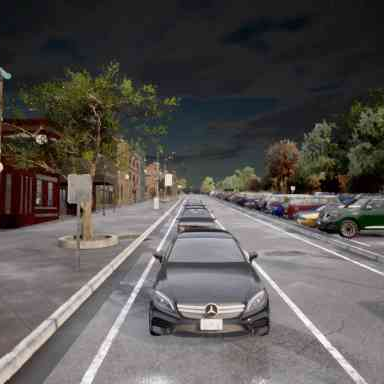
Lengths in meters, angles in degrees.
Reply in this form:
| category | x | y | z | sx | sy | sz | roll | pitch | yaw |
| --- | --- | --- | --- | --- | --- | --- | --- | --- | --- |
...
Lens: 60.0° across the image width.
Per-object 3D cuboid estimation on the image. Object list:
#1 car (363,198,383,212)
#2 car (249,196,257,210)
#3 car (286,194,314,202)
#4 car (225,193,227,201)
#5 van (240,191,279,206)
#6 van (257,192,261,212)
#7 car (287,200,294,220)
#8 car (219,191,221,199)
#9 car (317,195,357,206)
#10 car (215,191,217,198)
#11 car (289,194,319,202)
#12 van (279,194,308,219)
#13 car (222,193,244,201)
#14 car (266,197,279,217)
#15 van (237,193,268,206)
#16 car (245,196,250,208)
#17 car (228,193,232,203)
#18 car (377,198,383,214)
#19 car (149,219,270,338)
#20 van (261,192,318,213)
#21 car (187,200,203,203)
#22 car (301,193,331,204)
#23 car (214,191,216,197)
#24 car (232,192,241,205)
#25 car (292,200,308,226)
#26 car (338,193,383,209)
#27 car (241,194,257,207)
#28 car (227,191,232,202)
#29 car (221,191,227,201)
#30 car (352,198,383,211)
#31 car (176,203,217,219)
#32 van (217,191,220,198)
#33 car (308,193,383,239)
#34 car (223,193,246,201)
| category | x | y | z | sx | sy | sz | roll | pitch | yaw |
| --- | --- | --- | --- | --- | --- | --- | --- | --- | --- |
| car | 22.210 | 1.469 | 37.394 | 4.792 | 1.488 | 2.163 | 0 | 0 | 0 |
| car | 9.194 | 1.470 | 36.637 | 4.792 | 1.488 | 2.163 | 0 | 0 | 0 |
| car | 22.049 | 1.188 | 67.934 | 4.892 | 1.521 | 2.231 | 0 | 1 | 0 |
| car | 8.999 | 1.280 | 61.873 | 4.674 | 1.452 | 2.002 | 0 | 1 | 0 |
| van | 9.227 | 1.163 | 45.054 | 4.442 | 1.987 | 1.878 | 0 | 0 | 0 |
| van | 9.299 | 1.222 | 33.834 | 4.442 | 1.987 | 1.878 | 0 | 0 | 0 |
| car | 9.258 | 1.506 | 22.618 | 4.674 | 1.452 | 2.002 | 0 | 0 | 0 |
| car | 8.938 | 0.938 | 67.476 | 5.566 | 2.045 | 2.435 | 0 | 1 | 0 |
| car | 22.336 | 1.332 | 51.281 | 5.366 | 1.575 | 1.946 | 0 | 1 | 0 |
| car | 8.870 | 1.065 | 81.494 | 5.008 | 1.535 | 2.097 | 0 | 1 | 0 |
| car | 21.876 | 1.209 | 65.156 | 5.366 | 1.575 | 1.946 | 0 | 0 | 0 |
| van | 9.354 | 1.237 | 25.422 | 4.442 | 1.987 | 1.878 | 0 | 0 | 0 |
| car | 8.898 | 1.014 | 73.083 | 4.553 | 1.767 | 2.185 | 0 | 1 | 0 |
| car | 9.214 | 1.460 | 28.225 | 5.008 | 1.535 | 2.097 | 0 | 0 | 0 |
| van | 9.191 | 1.114 | 50.658 | 4.442 | 1.987 | 1.878 | 0 | 1 | 0 |
| car | 9.144 | 1.466 | 39.445 | 4.674 | 1.452 | 2.002 | 0 | 0 | 0 |
| car | 9.032 | 1.290 | 56.266 | 4.892 | 1.521 | 2.231 | 0 | 1 | 0 |
| car | 22.442 | 1.444 | 34.623 | 5.366 | 1.575 | 1.946 | 0 | 0 | 0 |
| car | 0.257 | 1.524 | 6.812 | 1.812 | 1.442 | 4.674 | 0 | 0 | 0 |
| van | 9.084 | 1.230 | 31.031 | 4.442 | 1.987 | 1.878 | 0 | 0 | 0 |
| car | 0.239 | 1.442 | 29.838 | 2.128 | 1.511 | 4.902 | 0 | 0 | 0 |
| car | 22.128 | 1.136 | 59.607 | 4.553 | 1.767 | 2.185 | 0 | 1 | 0 |
| car | 8.810 | 1.044 | 87.100 | 4.792 | 1.488 | 2.163 | 0 | 1 | 0 |
| car | 9.064 | 1.113 | 47.853 | 5.566 | 2.045 | 2.435 | 0 | 1 | 0 |
| car | 9.088 | 1.466 | 19.814 | 5.366 | 1.575 | 1.946 | 0 | 0 | 0 |
| car | 22.176 | 1.153 | 42.950 | 5.566 | 2.045 | 2.435 | 0 | 0 | 0 |
| car | 9.135 | 1.409 | 42.247 | 4.892 | 1.521 | 2.231 | 0 | 0 | 0 |
| car | 9.051 | 1.139 | 59.068 | 4.553 | 1.767 | 2.185 | 0 | 1 | 0 |
| car | 8.956 | 0.963 | 64.673 | 5.566 | 2.045 | 2.435 | 0 | 1 | 0 |
| car | 22.251 | 1.452 | 40.177 | 4.792 | 1.488 | 2.163 | 0 | 0 | 0 |
| car | 0.204 | 1.532 | 17.391 | 2.033 | 1.411 | 5.357 | 0 | 0 | 0 |
| van | 8.777 | 0.864 | 78.688 | 4.442 | 1.987 | 1.878 | 0 | 1 | 0 |
| car | 9.263 | 1.221 | 17.011 | 5.566 | 2.045 | 2.435 | 0 | 0 | 0 |
| car | 8.917 | 1.039 | 70.280 | 4.553 | 1.767 | 2.185 | 0 | 1 | 0 |
